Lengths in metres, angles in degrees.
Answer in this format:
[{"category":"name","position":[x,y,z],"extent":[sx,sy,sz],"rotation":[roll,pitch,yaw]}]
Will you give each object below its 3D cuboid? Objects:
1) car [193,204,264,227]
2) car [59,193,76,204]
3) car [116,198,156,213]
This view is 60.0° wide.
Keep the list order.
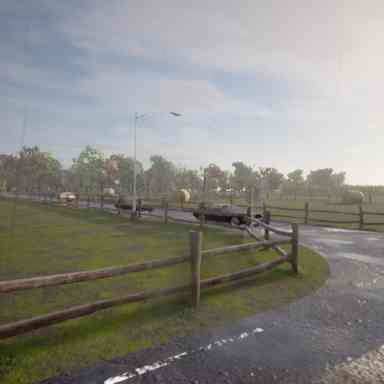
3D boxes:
[{"category":"car","position":[2.190,1.393,20.410],"extent":[1.895,1.301,4.718],"rotation":[1,0,-37]},{"category":"car","position":[-17.887,0.836,47.881],"extent":[1.882,1.535,5.008],"rotation":[1,0,-36]},{"category":"car","position":[-5.165,1.233,30.389],"extent":[1.895,1.301,4.718],"rotation":[1,0,-36]}]
